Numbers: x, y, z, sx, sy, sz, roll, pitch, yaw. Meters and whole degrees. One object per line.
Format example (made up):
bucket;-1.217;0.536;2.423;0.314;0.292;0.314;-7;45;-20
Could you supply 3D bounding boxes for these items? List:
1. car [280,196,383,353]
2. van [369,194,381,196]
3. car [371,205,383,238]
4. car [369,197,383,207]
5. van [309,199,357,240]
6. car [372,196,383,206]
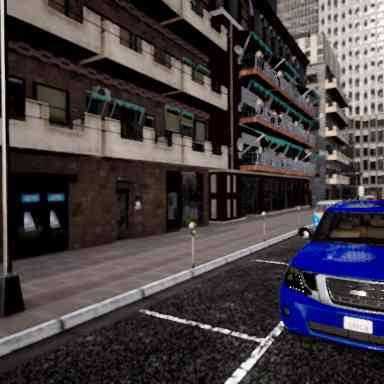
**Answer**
car;3.442;1.214;6.256;2.150;2.045;5.566;0;0;33
van;19.263;1.295;36.227;1.690;1.788;3.998;-1;0;32
car;10.816;1.502;17.863;1.812;1.442;4.674;0;0;32
car;28.095;1.496;50.339;1.947;1.339;4.313;-1;0;32
van;7.492;1.323;17.409;1.690;1.788;3.998;-1;0;32
car;31.037;1.467;55.044;1.887;1.381;4.507;-1;0;32
